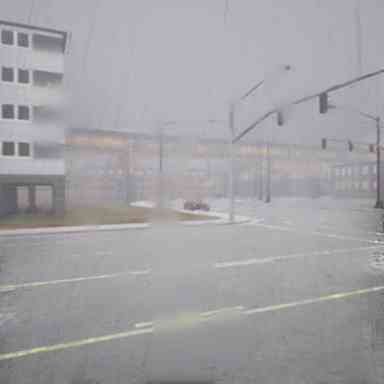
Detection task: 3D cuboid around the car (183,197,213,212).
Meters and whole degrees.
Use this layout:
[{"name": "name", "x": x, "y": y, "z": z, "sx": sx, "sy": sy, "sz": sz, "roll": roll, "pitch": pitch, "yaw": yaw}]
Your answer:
[{"name": "car", "x": 0.447, "y": 1.372, "z": 34.406, "sx": 1.895, "sy": 1.301, "sz": 4.718, "roll": 2, "pitch": -1, "yaw": -14}]

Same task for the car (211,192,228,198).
[{"name": "car", "x": 5.925, "y": 0.955, "z": 81.571, "sx": 4.892, "sy": 1.490, "sz": 1.837, "roll": -1, "pitch": 0, "yaw": -43}]
